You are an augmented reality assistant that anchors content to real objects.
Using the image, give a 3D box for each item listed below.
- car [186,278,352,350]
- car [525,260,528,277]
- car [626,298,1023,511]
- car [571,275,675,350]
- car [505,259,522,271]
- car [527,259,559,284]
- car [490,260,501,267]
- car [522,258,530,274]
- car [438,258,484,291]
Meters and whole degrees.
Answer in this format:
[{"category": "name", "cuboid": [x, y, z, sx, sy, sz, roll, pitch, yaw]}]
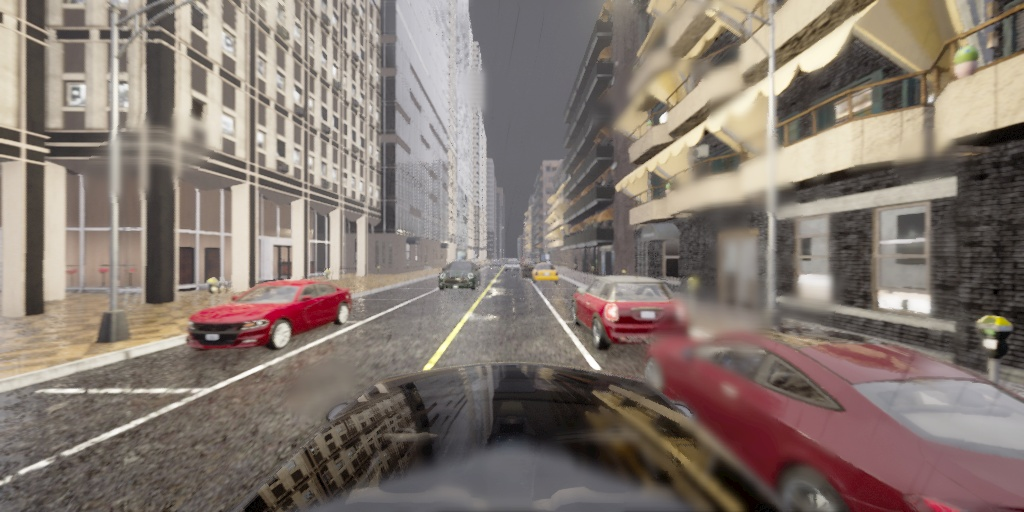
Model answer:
[{"category": "car", "cuboid": [-5.684, 1.293, 9.051, 1.888, 1.381, 4.507, 0, 0, 0]}, {"category": "car", "cuboid": [2.715, 1.309, 37.288, 1.948, 1.339, 4.313, 0, 0, 0]}, {"category": "car", "cuboid": [2.692, 1.332, 3.397, 1.802, 1.307, 4.207, 0, 0, 0]}, {"category": "car", "cuboid": [2.696, 1.187, 9.046, 1.967, 1.591, 4.097, 0, 0, 0]}, {"category": "car", "cuboid": [0.062, 1.345, 47.667, 1.895, 1.301, 4.718, 0, 0, 1]}, {"category": "car", "cuboid": [2.368, 1.200, 26.892, 1.801, 1.575, 5.366, 0, 0, 0]}, {"category": "car", "cuboid": [-2.958, 1.362, 65.161, 1.994, 1.385, 4.181, 0, 0, 0]}, {"category": "car", "cuboid": [2.722, 1.295, 48.585, 2.007, 1.370, 4.403, 0, 0, 0]}, {"category": "car", "cuboid": [-3.083, 1.096, 21.879, 2.097, 1.767, 4.553, 0, 0, 0]}]
